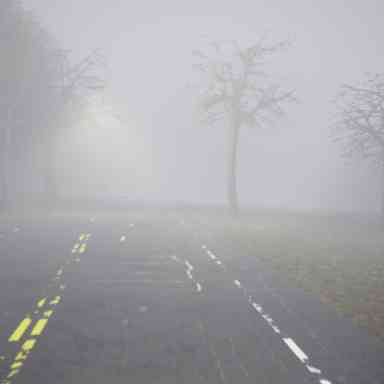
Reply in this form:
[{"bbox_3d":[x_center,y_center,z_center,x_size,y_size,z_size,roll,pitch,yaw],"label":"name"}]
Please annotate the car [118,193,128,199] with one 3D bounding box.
[{"bbox_3d":[-14.908,0.853,72.309,1.994,1.385,4.181,2,0,-6],"label":"car"}]
